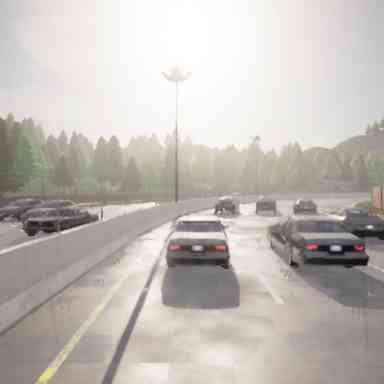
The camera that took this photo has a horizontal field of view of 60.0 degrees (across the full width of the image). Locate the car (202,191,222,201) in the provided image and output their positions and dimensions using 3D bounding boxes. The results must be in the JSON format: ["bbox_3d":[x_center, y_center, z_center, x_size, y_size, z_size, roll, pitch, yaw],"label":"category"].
[{"bbox_3d":[4.062,0.776,67.310,2.097,1.767,4.553,0,0,32],"label":"car"}]

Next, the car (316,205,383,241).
[{"bbox_3d":[7.694,1.427,16.011,1.994,1.385,4.181,0,1,6],"label":"car"}]

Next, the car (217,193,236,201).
[{"bbox_3d":[6.786,0.963,65.036,1.812,1.442,4.674,0,1,32],"label":"car"}]

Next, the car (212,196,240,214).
[{"bbox_3d":[3.345,1.236,31.197,1.837,1.490,4.892,0,0,14],"label":"car"}]

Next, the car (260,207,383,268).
[{"bbox_3d":[3.764,1.453,10.929,2.033,1.411,5.357,0,0,3],"label":"car"}]

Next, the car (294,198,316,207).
[{"bbox_3d":[10.682,1.294,31.484,1.994,1.385,4.181,0,0,16],"label":"car"}]

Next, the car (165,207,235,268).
[{"bbox_3d":[0.265,1.452,10.937,2.033,1.411,5.357,0,0,3],"label":"car"}]

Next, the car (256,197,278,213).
[{"bbox_3d":[7.351,1.198,32.570,1.882,1.535,5.008,0,0,16],"label":"car"}]
